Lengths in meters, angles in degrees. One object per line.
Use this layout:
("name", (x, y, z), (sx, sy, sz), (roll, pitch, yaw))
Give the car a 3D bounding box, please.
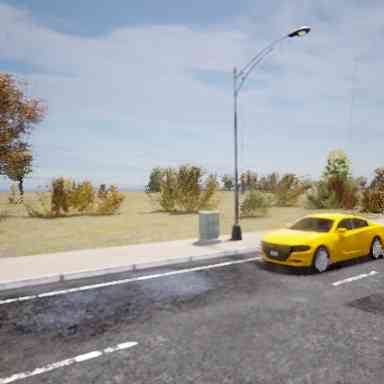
("car", (4.332, 1.446, 10.787), (5.008, 1.535, 1.882), (0, 0, -36))
